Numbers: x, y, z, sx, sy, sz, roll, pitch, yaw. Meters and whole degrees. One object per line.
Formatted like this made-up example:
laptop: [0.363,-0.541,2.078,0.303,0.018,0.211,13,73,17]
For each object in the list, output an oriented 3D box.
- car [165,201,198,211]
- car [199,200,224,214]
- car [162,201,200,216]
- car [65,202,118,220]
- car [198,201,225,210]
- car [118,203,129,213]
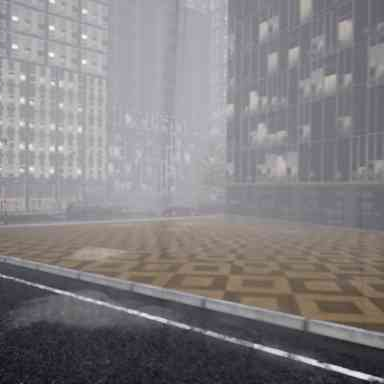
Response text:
car: [-1.576,2.149,51.725,4.829,1.417,1.752,0,1,-34]
car: [3.014,2.058,45.314,5.009,1.841,2.192,0,1,-34]
car: [-1.668,2.266,42.117,4.507,1.381,1.887,0,1,-34]
car: [-11.024,1.992,35.715,5.009,1.841,2.192,0,1,-34]
car: [3.244,2.212,55.021,4.313,1.339,1.947,0,1,-34]
car: [-10.795,2.131,45.422,4.403,1.369,2.008,0,1,-34]
